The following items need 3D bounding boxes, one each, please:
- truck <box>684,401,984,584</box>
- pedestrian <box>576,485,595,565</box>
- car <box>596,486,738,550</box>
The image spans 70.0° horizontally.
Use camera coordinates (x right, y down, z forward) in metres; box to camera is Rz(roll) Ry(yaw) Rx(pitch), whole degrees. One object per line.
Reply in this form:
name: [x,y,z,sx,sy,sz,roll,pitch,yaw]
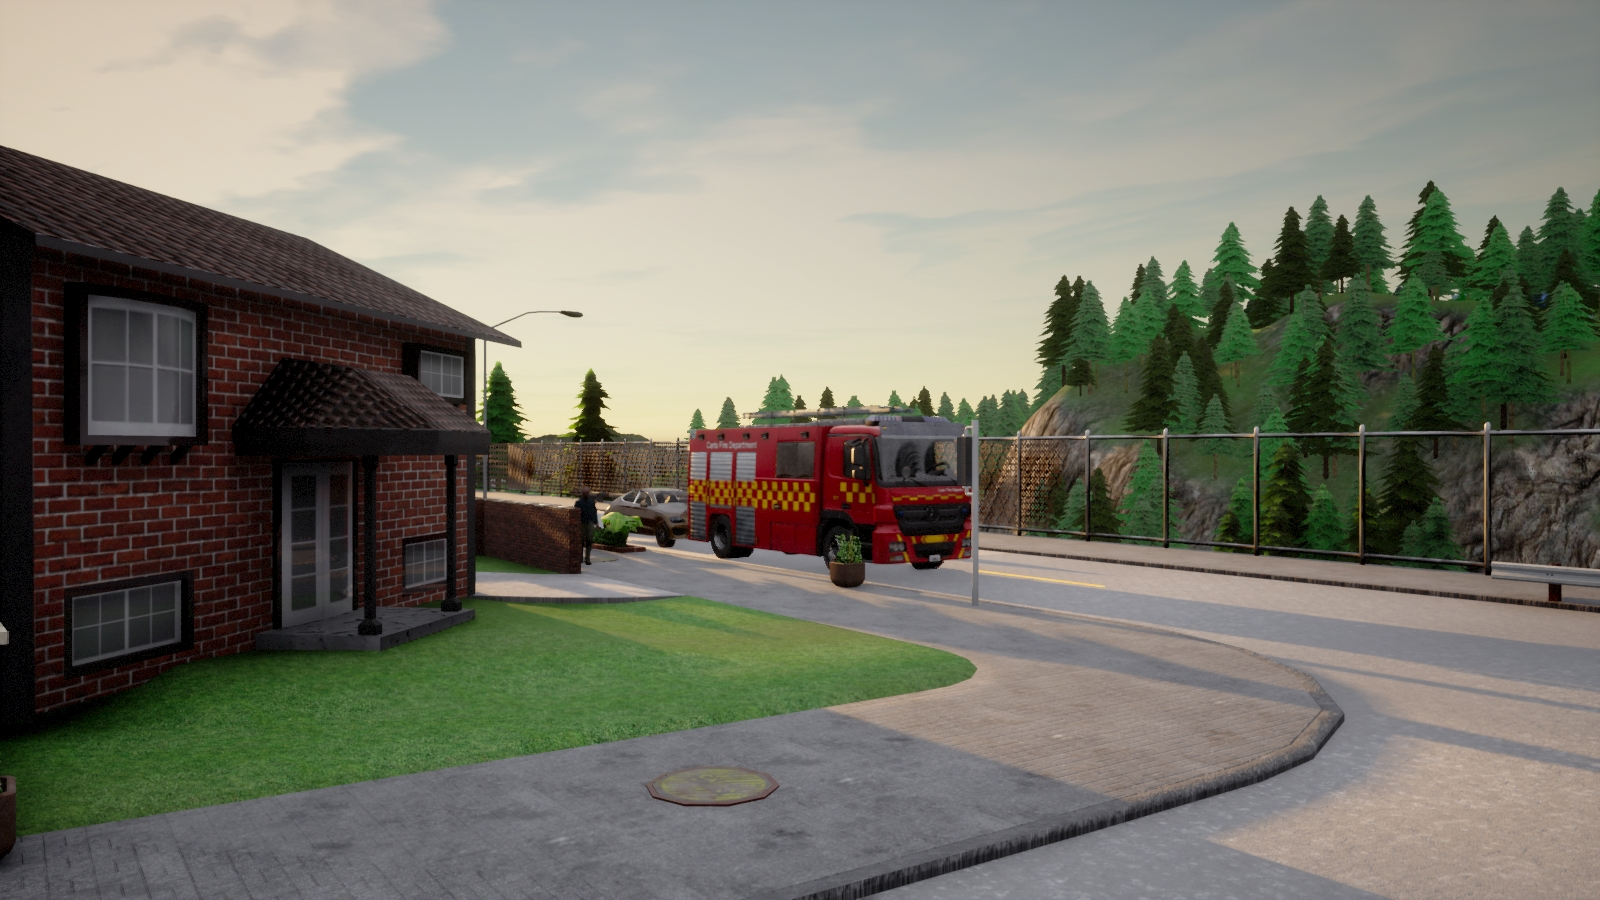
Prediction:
truck: [0.487,0.891,28.130,2.891,3.827,8.468,0,0,-35]
pedestrian: [-5.012,1.745,26.727,0.375,1.860,0.375,0,0,-22]
car: [-4.121,1.992,34.725,2.152,1.651,5.027,0,0,-35]
